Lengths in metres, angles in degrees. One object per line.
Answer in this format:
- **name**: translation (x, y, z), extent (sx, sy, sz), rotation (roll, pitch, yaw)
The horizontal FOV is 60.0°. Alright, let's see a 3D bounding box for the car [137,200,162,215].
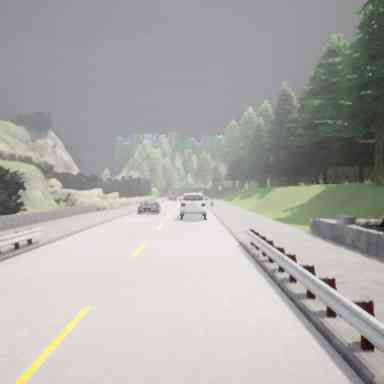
- **car**: translation (-4.079, 1.450, 32.321), extent (1.994, 1.385, 4.181), rotation (0, 0, 0)

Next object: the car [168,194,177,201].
- **car**: translation (-4.011, 1.202, 71.308), extent (1.882, 1.535, 5.008), rotation (0, 0, 0)

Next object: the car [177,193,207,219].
- **car**: translation (0.099, 1.123, 28.034), extent (2.150, 2.045, 5.566), rotation (0, 0, 0)

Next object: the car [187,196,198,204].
- **car**: translation (0.093, 1.394, 59.009), extent (1.895, 1.301, 4.718), rotation (0, 0, 0)
